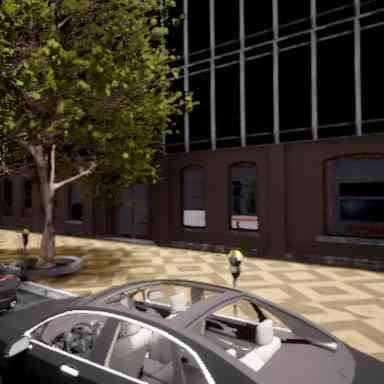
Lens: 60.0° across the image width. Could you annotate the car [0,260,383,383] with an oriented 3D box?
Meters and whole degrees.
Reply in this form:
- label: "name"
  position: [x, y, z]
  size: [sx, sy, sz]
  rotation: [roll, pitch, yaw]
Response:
- label: "car"
  position: [-0.472, 1.573, 3.212]
  size: [4.403, 1.369, 2.008]
  rotation: [-1, 0, 35]
